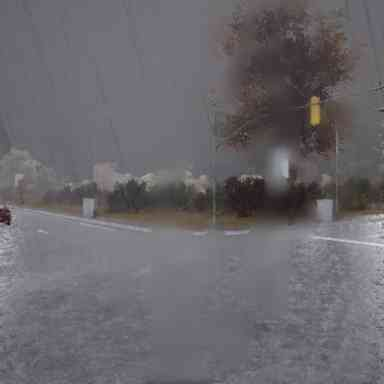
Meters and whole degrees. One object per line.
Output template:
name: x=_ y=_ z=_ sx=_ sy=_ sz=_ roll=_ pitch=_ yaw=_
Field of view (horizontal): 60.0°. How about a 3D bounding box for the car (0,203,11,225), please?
car: x=-14.039 y=1.479 z=23.238 sx=1.882 sy=1.535 sz=5.008 roll=0 pitch=0 yaw=-39
